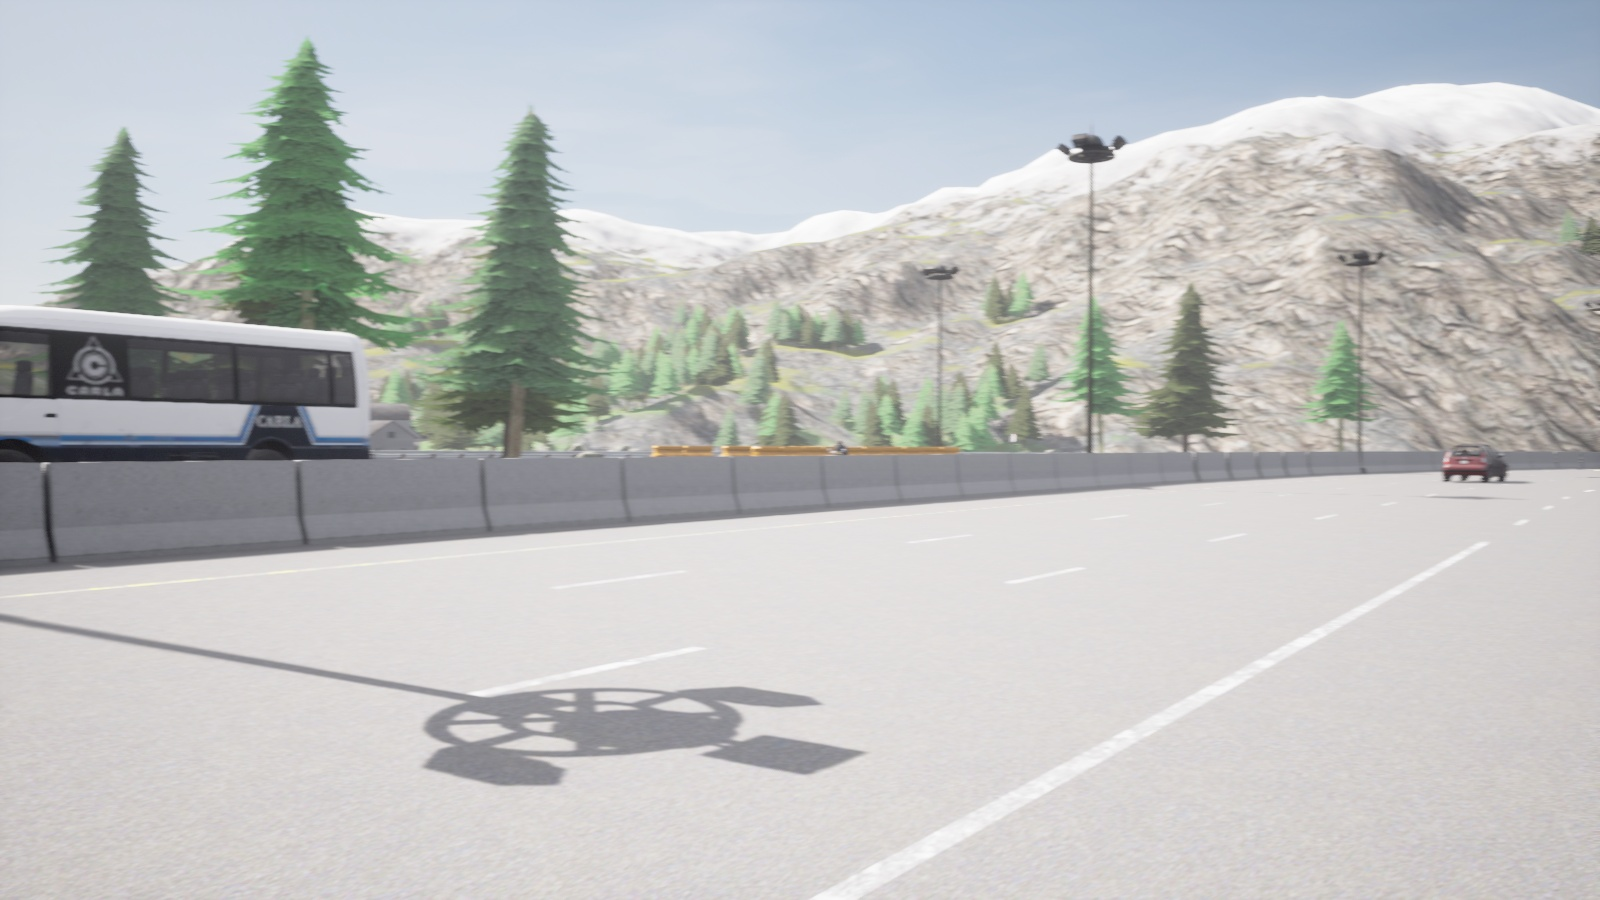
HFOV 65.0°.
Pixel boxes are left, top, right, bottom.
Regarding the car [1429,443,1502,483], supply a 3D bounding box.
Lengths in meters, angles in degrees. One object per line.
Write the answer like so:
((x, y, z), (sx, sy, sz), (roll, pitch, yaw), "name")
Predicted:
((28.249, 0.529, 53.261), (1.851, 1.617, 3.988), (1, 0, 41), "car")

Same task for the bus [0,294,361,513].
((-15.419, -0.928, 28.020), (3.944, 4.253, 10.273), (1, 0, 34), "bus")
